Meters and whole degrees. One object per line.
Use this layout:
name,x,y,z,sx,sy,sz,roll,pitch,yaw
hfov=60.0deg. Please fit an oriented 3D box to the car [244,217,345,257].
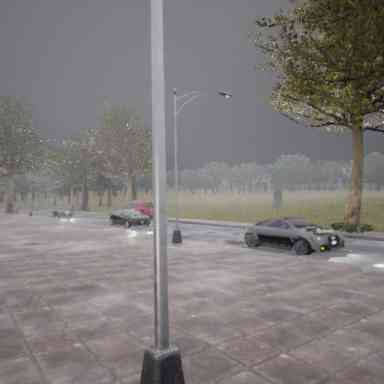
car,4.180,1.766,14.124,1.994,1.385,4.181,-1,-1,-36

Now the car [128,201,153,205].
car,-5.161,1.867,32.254,2.150,2.045,5.566,-1,-1,-36

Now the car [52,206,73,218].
car,-17.327,2.627,44.382,2.128,1.511,4.902,-1,-1,-36

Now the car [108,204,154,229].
car,-5.218,2.075,27.273,1.882,1.535,5.008,-1,-1,-36

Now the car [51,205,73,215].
car,-21.665,2.958,55.357,2.033,1.411,5.357,-1,-1,-36
